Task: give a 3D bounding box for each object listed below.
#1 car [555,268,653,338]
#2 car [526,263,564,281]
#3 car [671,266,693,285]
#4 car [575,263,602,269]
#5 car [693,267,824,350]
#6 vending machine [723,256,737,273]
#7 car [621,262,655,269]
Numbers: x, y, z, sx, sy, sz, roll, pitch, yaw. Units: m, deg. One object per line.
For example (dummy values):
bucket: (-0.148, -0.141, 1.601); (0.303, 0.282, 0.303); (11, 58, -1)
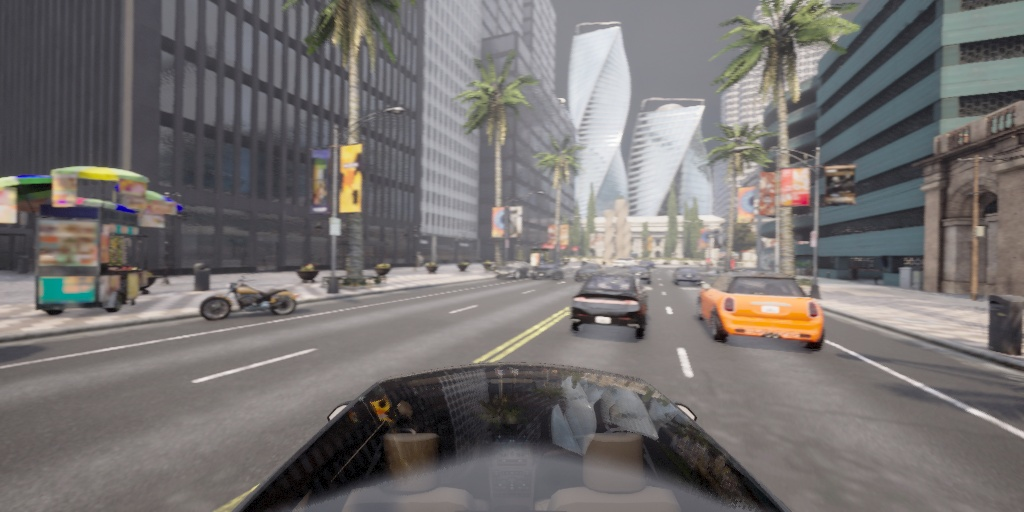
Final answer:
car: (2.995, 1.283, 10.554); (2.128, 1.511, 4.902); (1, 0, 21)
car: (3.061, 1.317, 30.393); (1.994, 1.385, 4.181); (1, 0, 22)
car: (13.696, 1.517, 28.216); (2.033, 1.411, 5.357); (1, 0, 21)
car: (6.374, 1.326, 29.251); (1.837, 1.490, 4.892); (1, 0, 22)
car: (6.517, 1.215, 9.940); (2.097, 1.767, 4.553); (1, 0, 21)
vending machine: (32.081, 1.481, 52.770); (1.100, 2.100, 0.880); (0, 0, 36)
car: (10.459, 1.449, 29.548); (2.033, 1.411, 5.357); (1, 0, 21)
